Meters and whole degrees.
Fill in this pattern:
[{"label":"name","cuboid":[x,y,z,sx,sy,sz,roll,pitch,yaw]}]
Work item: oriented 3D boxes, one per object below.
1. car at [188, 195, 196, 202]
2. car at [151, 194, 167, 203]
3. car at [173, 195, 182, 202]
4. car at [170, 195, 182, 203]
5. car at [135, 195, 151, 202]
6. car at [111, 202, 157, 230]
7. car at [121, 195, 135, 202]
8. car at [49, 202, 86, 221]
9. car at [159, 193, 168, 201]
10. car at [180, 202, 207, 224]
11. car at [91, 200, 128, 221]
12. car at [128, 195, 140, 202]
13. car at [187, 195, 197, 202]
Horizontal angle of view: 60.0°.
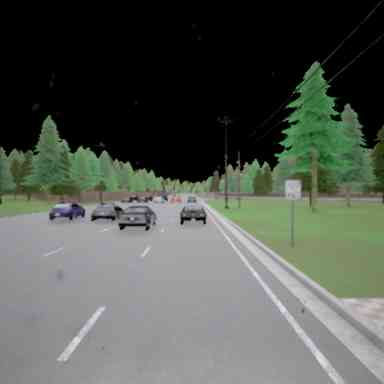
[{"label":"car","cuboid":[-0.001,1.474,80.584,1.882,1.535,5.008,0,0,0]},{"label":"car","cuboid":[-7.001,1.662,70.997,1.812,1.442,4.674,0,0,0]},{"label":"car","cuboid":[-3.501,1.520,80.584,1.812,1.442,4.674,0,0,0]},{"label":"car","cuboid":[-3.501,1.496,71.801,2.097,1.767,4.553,0,0,0]},{"label":"car","cuboid":[-10.501,1.664,71.413,1.812,1.442,4.674,0,0,0]},{"label":"car","cuboid":[-3.400,1.591,21.419,2.033,1.411,5.357,0,0,0]},{"label":"car","cuboid":[-14.001,1.694,71.830,1.994,1.385,4.181,0,0,0]},{"label":"car","cuboid":[-10.400,1.583,27.983,1.812,1.442,4.674,0,0,0]},{"label":"car","cuboid":[-7.001,1.222,80.615,2.150,2.045,5.566,0,0,0]},{"label":"car","cuboid":[0.098,1.653,25.445,1.895,1.301,4.718,0,0,0]},{"label":"car","cuboid":[-6.901,1.621,27.639,1.994,1.385,4.181,0,0,0]},{"label":"car","cuboid":[-14.001,1.474,80.584,1.882,1.535,5.008,0,0,0]},{"label":"car","cuboid":[-0.001,1.693,71.830,1.994,1.385,4.181,0,0,0]}]
